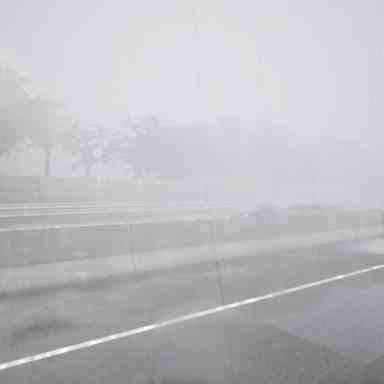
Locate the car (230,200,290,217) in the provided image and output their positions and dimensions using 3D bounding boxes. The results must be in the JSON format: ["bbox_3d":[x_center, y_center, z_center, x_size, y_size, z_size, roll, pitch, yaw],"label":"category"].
[{"bbox_3d":[4.985,1.541,24.708,4.674,1.442,1.812,0,0,-35],"label":"car"}]

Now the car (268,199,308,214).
[{"bbox_3d":[10.460,1.557,36.244,4.674,1.442,1.812,0,0,-38],"label":"car"}]

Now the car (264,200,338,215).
[{"bbox_3d":[7.298,1.521,22.046,4.892,1.490,1.837,0,0,-35],"label":"car"}]

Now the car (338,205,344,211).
[{"bbox_3d":[14.074,1.638,35.370,4.718,1.301,1.895,0,0,-35],"label":"car"}]
